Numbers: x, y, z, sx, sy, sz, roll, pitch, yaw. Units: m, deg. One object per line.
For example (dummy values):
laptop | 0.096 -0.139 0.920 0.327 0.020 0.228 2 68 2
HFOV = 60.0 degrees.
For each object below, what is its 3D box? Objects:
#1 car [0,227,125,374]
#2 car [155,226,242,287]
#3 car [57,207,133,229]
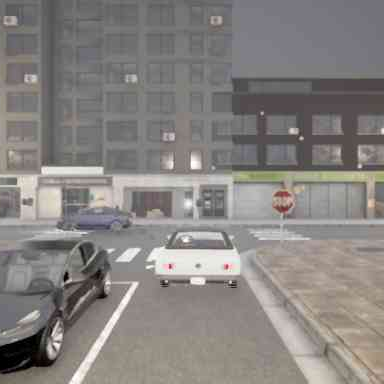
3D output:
car | -2.640 1.568 5.800 1.947 1.339 4.313 0 0 0
car | 0.244 1.604 9.290 1.895 1.301 4.718 0 0 3
car | -5.584 1.575 19.352 4.181 1.385 1.994 0 0 0
